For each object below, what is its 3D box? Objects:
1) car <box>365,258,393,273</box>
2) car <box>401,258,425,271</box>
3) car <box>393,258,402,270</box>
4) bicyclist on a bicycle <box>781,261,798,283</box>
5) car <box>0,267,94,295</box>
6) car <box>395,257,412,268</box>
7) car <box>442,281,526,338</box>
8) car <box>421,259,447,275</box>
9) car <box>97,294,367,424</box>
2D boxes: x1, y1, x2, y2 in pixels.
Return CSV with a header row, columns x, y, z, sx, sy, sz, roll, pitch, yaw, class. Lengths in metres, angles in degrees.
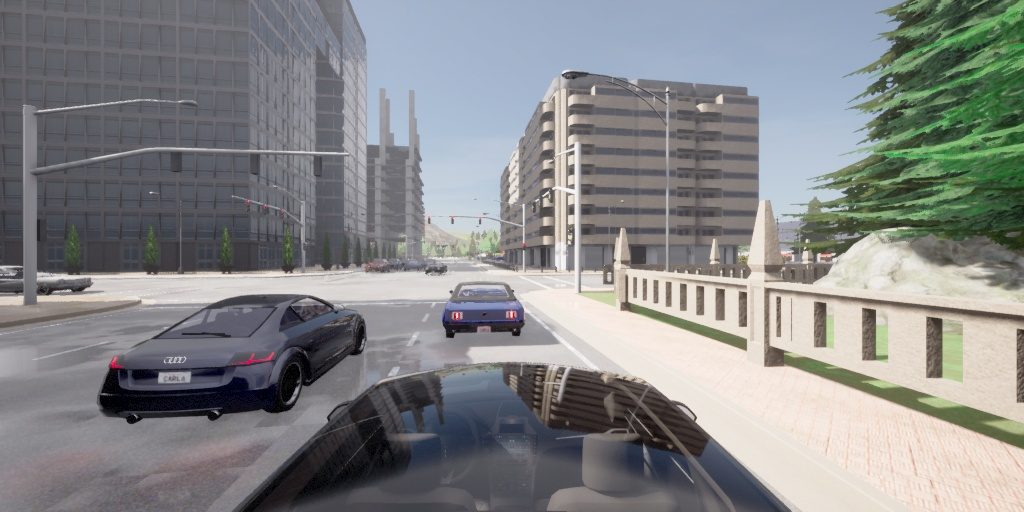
x,y,z,sx,sy,sz,roll,pitch,yaw,class
-16.162,1.102,43.276,2.097,1.767,4.553,0,0,-8,car
-13.316,1.276,48.372,1.812,1.442,4.674,0,0,-8,car
-17.362,1.102,52.046,2.097,1.767,4.553,0,0,-8,car
16.443,1.106,21.578,0.582,1.620,1.656,0,0,-8,bicyclist on a bicycle
-25.889,1.406,19.223,4.718,1.301,1.895,0,0,-7,car
-18.719,1.102,61.992,2.097,1.767,4.553,0,0,-8,car
-0.847,1.351,10.200,1.895,1.301,4.718,0,0,-6,car
-8.332,1.350,39.533,1.895,1.301,4.718,0,0,-3,car
-3.928,1.314,5.963,1.994,1.385,4.181,0,0,-6,car
